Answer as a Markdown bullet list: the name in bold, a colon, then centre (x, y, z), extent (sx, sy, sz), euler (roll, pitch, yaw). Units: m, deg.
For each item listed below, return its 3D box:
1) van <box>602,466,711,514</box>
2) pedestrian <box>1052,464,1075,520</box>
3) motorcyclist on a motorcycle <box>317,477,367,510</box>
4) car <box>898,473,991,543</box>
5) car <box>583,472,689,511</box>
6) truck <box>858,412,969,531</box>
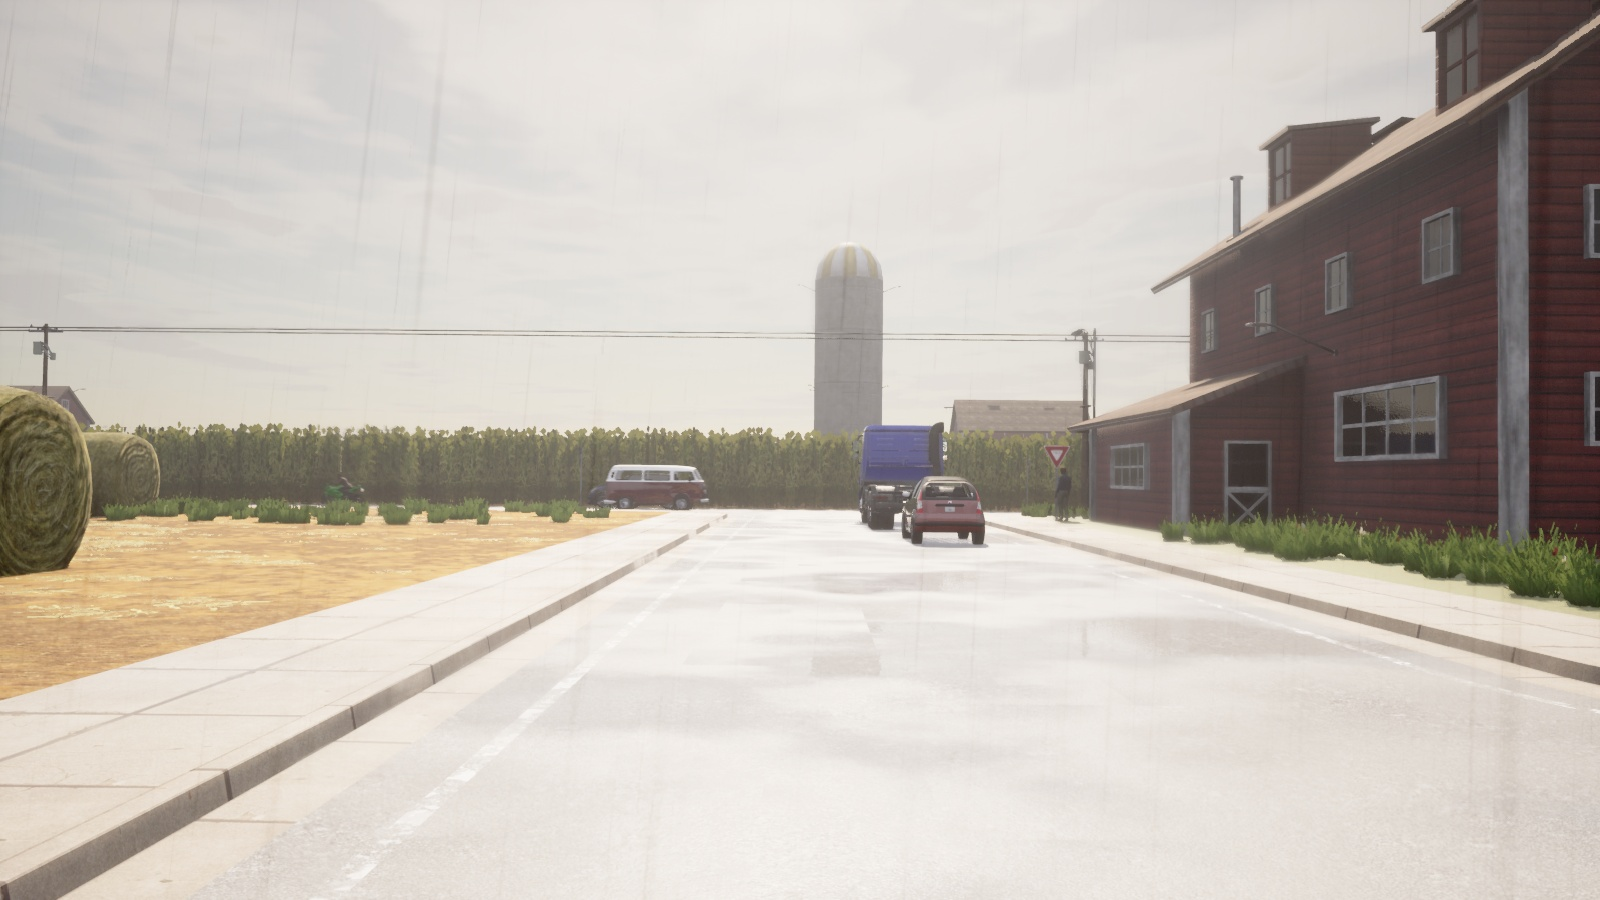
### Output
- **van**: centre (-6.205, 1.722, 54.797), extent (4.480, 2.038, 2.069), euler (0, -1, 1)
- **pedestrian**: centre (8.752, 1.381, 41.699), extent (0.370, 1.835, 0.726), euler (1, -1, -31)
- **motorcyclist on a motorcycle**: centre (-21.343, 2.030, 58.517), extent (2.044, 1.523, 0.797), euler (0, -1, 1)
- **car**: centre (3.507, 1.387, 31.174), extent (1.851, 1.617, 3.988), euler (0, -1, 0)
- **car**: centre (-7.568, 1.925, 58.310), extent (4.553, 1.767, 2.097), euler (0, -1, 5)
- **truck**: centre (3.507, 0.709, 40.789), extent (2.891, 3.462, 7.936), euler (0, -1, 0)
